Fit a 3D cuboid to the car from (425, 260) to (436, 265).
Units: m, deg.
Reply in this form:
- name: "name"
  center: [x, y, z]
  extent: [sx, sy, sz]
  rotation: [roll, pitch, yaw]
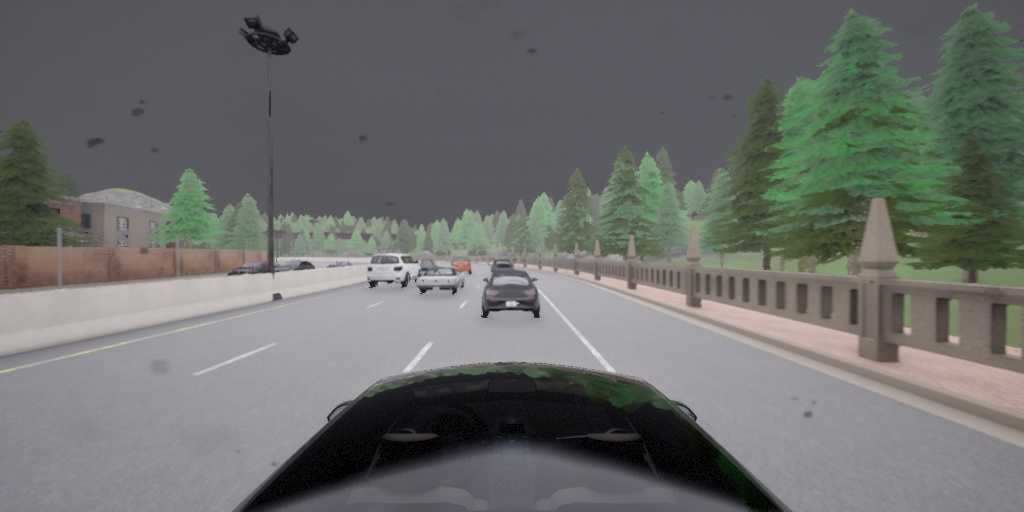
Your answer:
- name: "car"
  center: [-9.325, 1.096, 39.415]
  extent: [1.994, 1.385, 4.181]
  rotation: [0, 0, -11]

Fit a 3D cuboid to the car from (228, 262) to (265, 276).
- name: "car"
  center: [-22.048, 1.184, 31.101]
  extent: [2.033, 1.411, 5.357]
  rotation: [0, 0, -7]

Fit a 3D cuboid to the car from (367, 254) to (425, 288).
- name: "car"
  center: [-7.329, 0.860, 22.730]
  extent: [2.150, 2.045, 5.566]
  rotation: [0, 1, -2]

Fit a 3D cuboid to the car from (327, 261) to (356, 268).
- name: "car"
  center: [-15.095, 1.171, 31.855]
  extent: [1.994, 1.385, 4.181]
  rotation: [0, 0, -7]

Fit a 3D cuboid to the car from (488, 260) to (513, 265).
- name: "car"
  center: [-0.922, 1.062, 30.800]
  extent: [1.837, 1.490, 4.892]
  rotation: [0, 0, -6]

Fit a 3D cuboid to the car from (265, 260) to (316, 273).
- name: "car"
  center: [-18.501, 1.134, 30.658]
  extent: [1.837, 1.490, 4.892]
  rotation: [0, 0, -6]

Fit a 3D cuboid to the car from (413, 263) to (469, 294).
- name: "car"
  center: [-3.681, 1.246, 19.390]
  extent: [1.895, 1.301, 4.718]
  rotation: [0, 0, -1]

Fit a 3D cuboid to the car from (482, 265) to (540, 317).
- name: "car"
  center: [-0.057, 1.202, 12.641]
  extent: [1.812, 1.442, 4.674]
  rotation: [0, 0, -1]

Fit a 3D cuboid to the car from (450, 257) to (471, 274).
- name: "car"
  center: [-5.341, 0.883, 37.102]
  extent: [2.097, 1.767, 4.553]
  rotation: [0, 0, -9]
